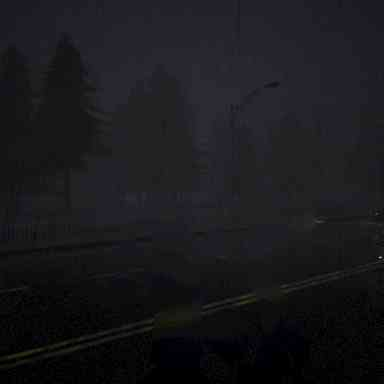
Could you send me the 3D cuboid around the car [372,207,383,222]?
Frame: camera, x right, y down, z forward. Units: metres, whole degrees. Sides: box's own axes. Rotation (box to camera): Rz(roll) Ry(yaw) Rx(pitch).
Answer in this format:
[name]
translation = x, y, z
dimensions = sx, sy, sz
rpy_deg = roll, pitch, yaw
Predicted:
[car]
translation = 14.192, 1.291, 22.096
dimensions = 5.357, 1.411, 2.033
rpy_deg = -1, 1, -34
